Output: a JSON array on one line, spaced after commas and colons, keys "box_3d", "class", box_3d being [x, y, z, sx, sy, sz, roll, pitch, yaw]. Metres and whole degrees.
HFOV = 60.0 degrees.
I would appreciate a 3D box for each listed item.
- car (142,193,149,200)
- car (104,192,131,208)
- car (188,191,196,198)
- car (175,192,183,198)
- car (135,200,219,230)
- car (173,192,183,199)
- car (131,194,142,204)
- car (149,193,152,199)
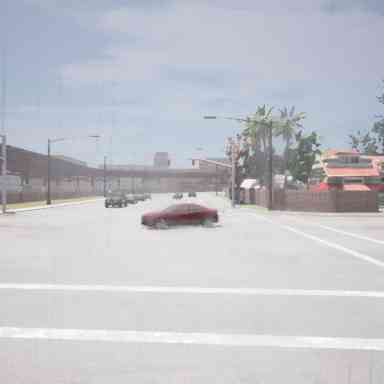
[{"box_3d": [-10.436, 1.142, 66.245, 1.994, 1.385, 4.181, 0, 1, 0], "class": "car"}, {"box_3d": [-10.509, 1.082, 46.405, 2.150, 2.045, 5.566, 0, 1, 1], "class": "car"}, {"box_3d": [0.084, 0.519, 86.839, 2.097, 1.767, 4.553, 0, 1, 0], "class": "car"}, {"box_3d": [-3.416, 0.709, 87.201, 1.994, 1.385, 4.181, 0, 1, 0], "class": "car"}, {"box_3d": [-0.730, 1.464, 20.793, 5.008, 1.535, 1.882, 0, -1, -23], "class": "car"}, {"box_3d": [-3.425, 0.963, 76.883, 1.895, 1.301, 4.718, 0, 1, 0], "class": "car"}, {"box_3d": [-10.445, 1.286, 56.527, 2.033, 1.411, 5.357, 0, 1, 0], "class": "car"}, {"box_3d": [-10.426, 0.897, 76.577, 1.812, 1.442, 4.674, 0, 1, 0], "class": "car"}]
